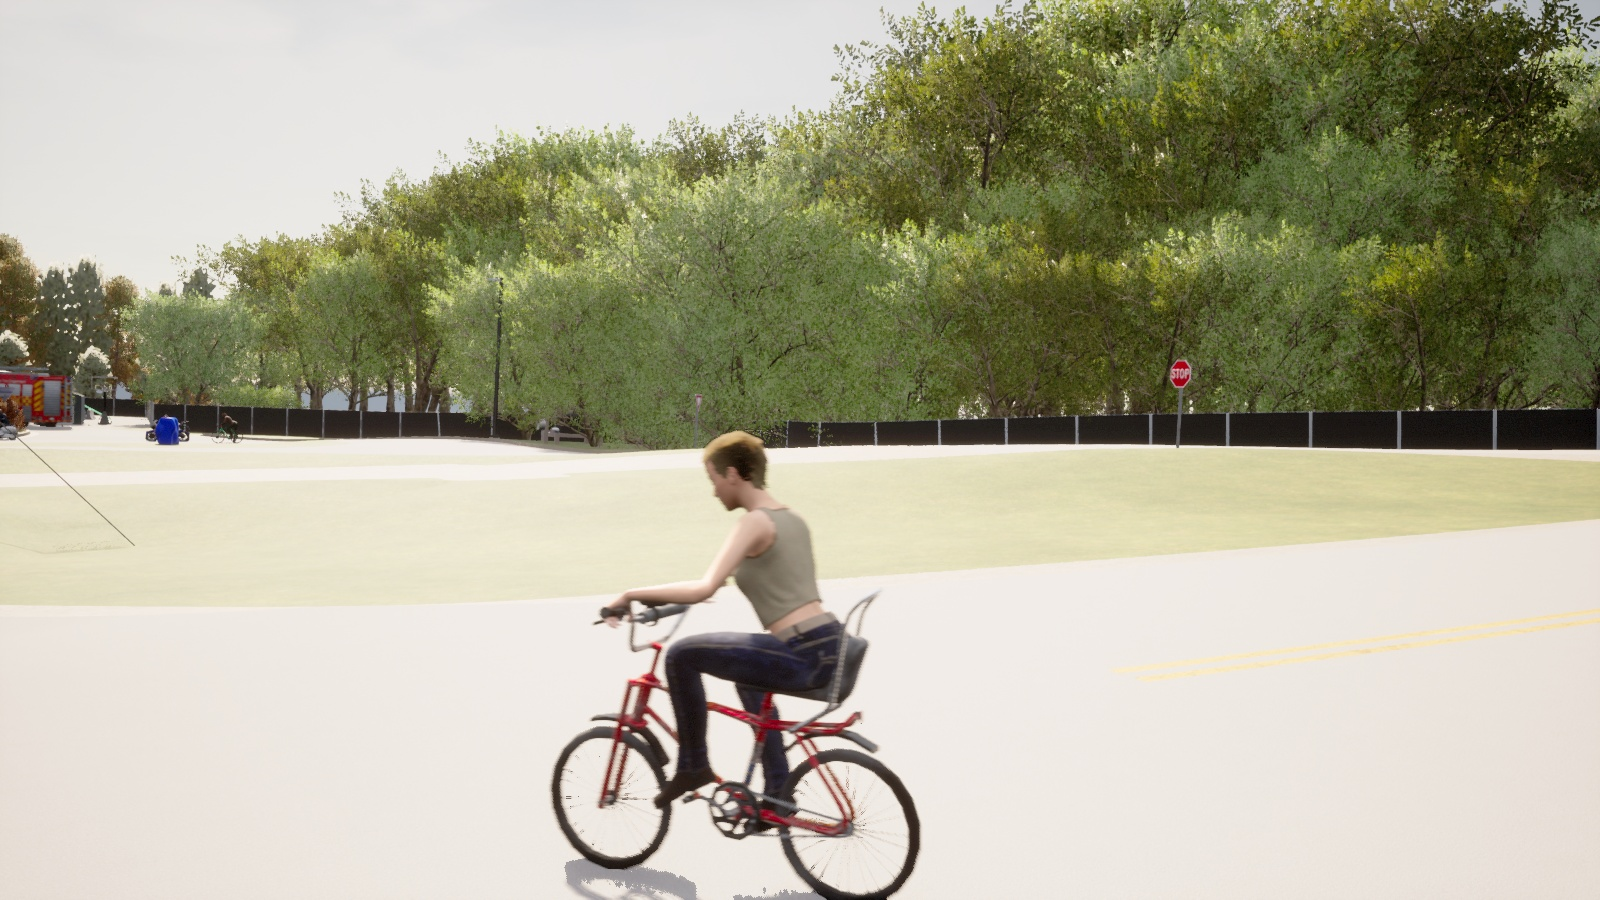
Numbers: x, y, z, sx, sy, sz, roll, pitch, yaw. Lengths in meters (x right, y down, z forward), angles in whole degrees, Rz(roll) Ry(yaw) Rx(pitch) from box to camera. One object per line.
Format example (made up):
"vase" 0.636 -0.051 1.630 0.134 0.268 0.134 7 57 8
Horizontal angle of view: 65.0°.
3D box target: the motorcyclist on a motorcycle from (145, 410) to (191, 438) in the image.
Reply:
"motorcyclist on a motorcycle" -35.288 -1.450 70.136 2.191 1.530 0.866 1 2 -24

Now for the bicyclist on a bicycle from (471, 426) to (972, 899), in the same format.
"bicyclist on a bicycle" -0.264 0.741 4.431 1.509 1.612 0.866 -1 0 26

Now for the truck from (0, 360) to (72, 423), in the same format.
"truck" -51.862 -3.906 81.774 8.468 3.827 2.891 3 2 20

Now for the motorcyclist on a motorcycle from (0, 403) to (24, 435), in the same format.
"motorcyclist on a motorcycle" -40.964 -1.611 64.333 0.866 1.590 1.817 3 1 31
